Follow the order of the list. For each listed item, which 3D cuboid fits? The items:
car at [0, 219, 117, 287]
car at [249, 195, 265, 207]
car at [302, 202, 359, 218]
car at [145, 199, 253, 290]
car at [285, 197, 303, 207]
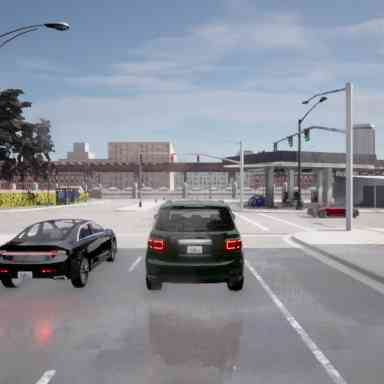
[{"bbox_3d":[-3.430,1.492,9.274,2.128,1.511,4.902,0,0,0],"label":"car"},{"bbox_3d":[9.654,1.295,49.373,2.242,1.667,4.611,0,0,0],"label":"car"},{"bbox_3d":[12.357,1.564,29.245,4.181,1.385,1.994,0,0,-1],"label":"car"},{"bbox_3d":[0.074,1.221,9.190,2.150,2.045,5.566,0,0,0],"label":"car"},{"bbox_3d":[15.398,1.456,50.142,1.970,1.475,3.806,0,0,0],"label":"car"}]
